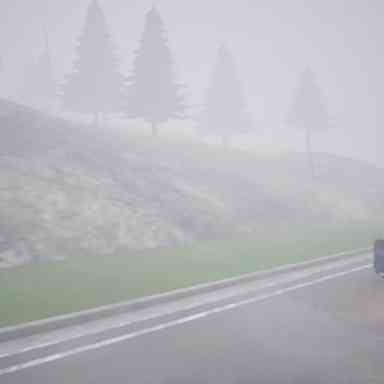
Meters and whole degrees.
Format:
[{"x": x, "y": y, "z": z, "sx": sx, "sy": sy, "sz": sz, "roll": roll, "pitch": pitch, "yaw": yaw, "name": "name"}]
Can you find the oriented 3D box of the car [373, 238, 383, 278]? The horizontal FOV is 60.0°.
[{"x": 6.607, "y": 1.419, "z": 8.628, "sx": 5.008, "sy": 1.535, "sz": 1.882, "roll": -1, "pitch": 0, "yaw": -37, "name": "car"}]
